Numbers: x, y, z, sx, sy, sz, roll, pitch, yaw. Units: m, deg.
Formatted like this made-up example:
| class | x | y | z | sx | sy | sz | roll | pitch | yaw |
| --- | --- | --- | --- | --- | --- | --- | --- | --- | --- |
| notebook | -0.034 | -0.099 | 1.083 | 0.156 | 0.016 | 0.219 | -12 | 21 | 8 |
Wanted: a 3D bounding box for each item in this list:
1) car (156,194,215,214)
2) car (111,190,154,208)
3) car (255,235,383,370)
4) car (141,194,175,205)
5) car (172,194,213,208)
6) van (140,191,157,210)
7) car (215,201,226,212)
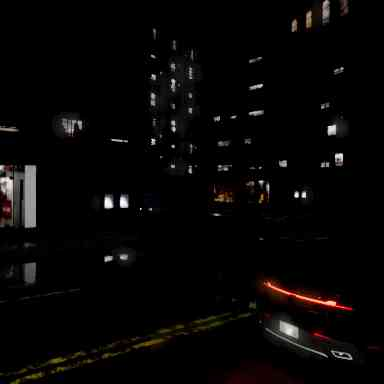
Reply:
| class | x | y | z | sx | sy | sz | roll | pitch | yaw |
| --- | --- | --- | --- | --- | --- | --- | --- | --- | --- |
| car | -0.614 | 1.138 | 29.221 | 4.403 | 1.369 | 2.008 | 1 | 0 | 37 |
| car | -6.625 | 0.753 | 36.977 | 4.553 | 1.767 | 2.097 | 1 | 1 | 37 |
| car | 3.230 | 1.507 | 5.617 | 4.892 | 1.490 | 1.837 | 0 | 0 | -35 |
| car | -4.373 | 0.961 | 42.543 | 4.206 | 1.307 | 1.802 | 1 | 0 | 37 |
| car | 0.041 | 1.041 | 39.219 | 4.403 | 1.369 | 2.008 | 1 | 0 | 37 |
| van | -5.021 | 0.817 | 32.546 | 3.998 | 1.788 | 1.690 | 1 | 0 | 37 |
| car | 0.846 | 1.066 | 31.346 | 5.008 | 1.535 | 1.882 | 1 | 1 | 37 |
